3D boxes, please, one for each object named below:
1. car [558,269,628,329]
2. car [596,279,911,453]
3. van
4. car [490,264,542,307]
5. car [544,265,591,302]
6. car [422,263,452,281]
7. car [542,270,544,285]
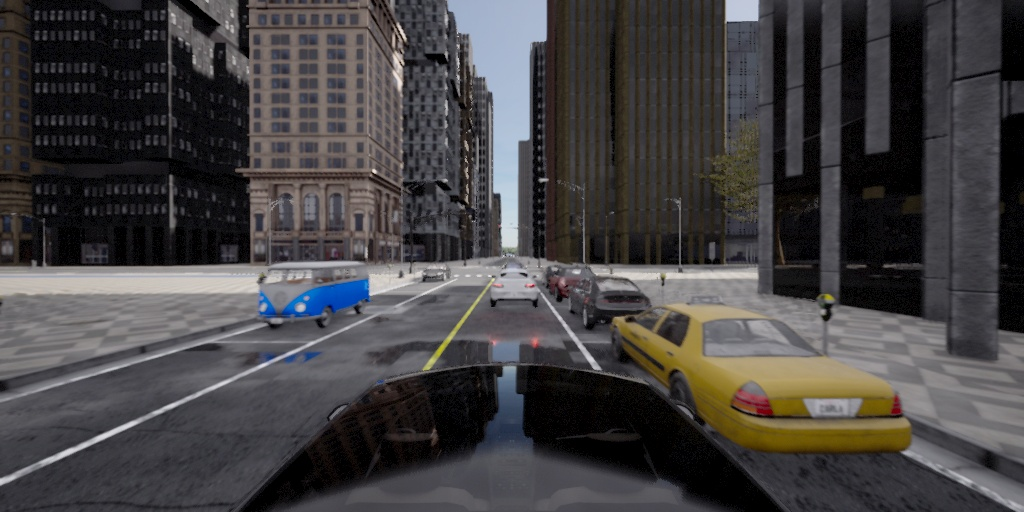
[{"bbox_3d":[2.767,1.263,10.875,2.007,1.370,4.403,0,0,0],"label":"car"},{"bbox_3d":[2.765,1.261,5.405,1.751,1.417,4.829,0,0,0],"label":"car"},{"bbox_3d":[-5.759,1.054,10.877,1.690,1.789,3.998,0,0,0],"label":"van"},{"bbox_3d":[0.100,1.222,15.047,1.812,1.442,4.674,0,0,1],"label":"car"},{"bbox_3d":[2.768,1.128,16.517,1.967,1.591,4.097,0,0,0],"label":"car"},{"bbox_3d":[-5.753,1.191,27.800,2.007,1.370,4.403,0,0,0],"label":"car"},{"bbox_3d":[2.770,1.214,22.158,2.007,1.370,4.403,0,0,0],"label":"car"}]
